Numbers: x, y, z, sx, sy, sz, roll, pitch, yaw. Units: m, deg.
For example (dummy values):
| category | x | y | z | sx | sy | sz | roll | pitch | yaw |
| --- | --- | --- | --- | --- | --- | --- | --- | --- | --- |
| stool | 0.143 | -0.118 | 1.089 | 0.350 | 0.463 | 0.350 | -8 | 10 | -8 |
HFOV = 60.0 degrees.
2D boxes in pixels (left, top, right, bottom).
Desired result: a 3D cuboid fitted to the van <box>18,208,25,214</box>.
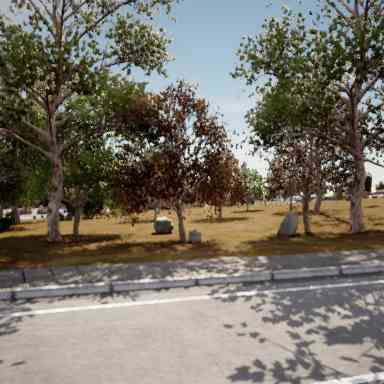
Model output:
| category | x | y | z | sx | sy | sz | roll | pitch | yaw |
| --- | --- | --- | --- | --- | --- | --- | --- | --- | --- |
| van | -44.480 | 4.930 | 83.284 | 1.878 | 1.987 | 4.442 | 1 | -3 | 0 |

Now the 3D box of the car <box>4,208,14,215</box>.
| category | x | y | z | sx | sy | sz | roll | pitch | yaw |
| --- | --- | --- | --- | --- | --- | --- | --- | --- | --- |
| car | -44.506 | 4.650 | 77.833 | 2.435 | 2.045 | 5.566 | 1 | -3 | 0 |
